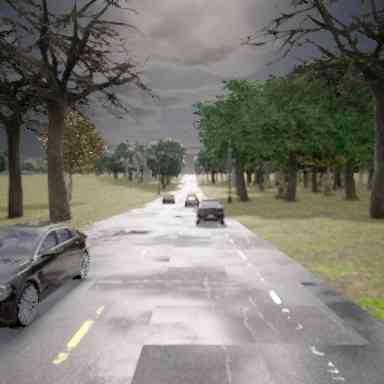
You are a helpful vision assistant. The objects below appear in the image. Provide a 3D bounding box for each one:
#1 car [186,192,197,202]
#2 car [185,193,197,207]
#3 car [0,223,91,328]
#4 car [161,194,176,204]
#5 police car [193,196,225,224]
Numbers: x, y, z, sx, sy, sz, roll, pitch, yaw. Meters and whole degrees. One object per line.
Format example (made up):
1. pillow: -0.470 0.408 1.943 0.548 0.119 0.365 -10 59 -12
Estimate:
1. car: -0.008 0.861 58.950 1.882 1.535 5.008 0 1 0
2. car: 0.010 1.222 45.206 1.994 1.385 4.181 0 1 1
3. car: -3.601 1.462 6.976 2.128 1.511 4.902 0 0 0
4. car: -3.569 1.031 50.987 1.882 1.535 5.008 0 1 0
5. police car: 1.221 1.325 23.847 1.930 1.638 5.238 0 0 0
